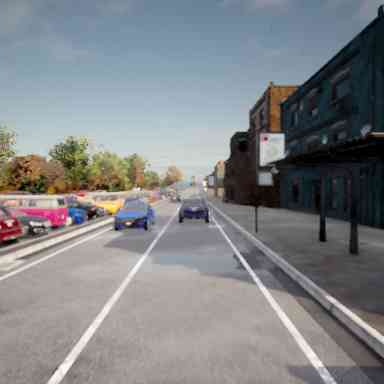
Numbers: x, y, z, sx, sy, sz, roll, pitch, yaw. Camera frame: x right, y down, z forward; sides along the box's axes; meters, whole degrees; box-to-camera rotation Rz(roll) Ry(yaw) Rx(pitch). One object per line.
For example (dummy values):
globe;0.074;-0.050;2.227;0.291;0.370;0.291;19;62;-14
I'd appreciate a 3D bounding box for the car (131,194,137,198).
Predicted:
car;-9.326;1.302;38.718;4.792;1.488;2.163;0;0;0

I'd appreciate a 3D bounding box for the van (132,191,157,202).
van;-9.043;0.833;63.639;4.442;1.987;1.878;0;1;0

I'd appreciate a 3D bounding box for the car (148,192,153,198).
car;-9.432;1.154;52.635;5.366;1.575;1.946;0;0;0

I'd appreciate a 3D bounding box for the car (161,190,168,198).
car;-8.864;0.930;77.679;5.366;1.575;1.946;0;1;0

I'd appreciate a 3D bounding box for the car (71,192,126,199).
car;-9.368;1.189;33.150;4.553;1.767;2.185;0;0;0

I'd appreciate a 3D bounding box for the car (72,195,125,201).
car;-9.236;1.333;30.366;5.366;1.575;1.946;0;0;0

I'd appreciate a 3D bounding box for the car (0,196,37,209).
car;-22.418;1.247;41.584;5.008;1.535;2.097;0;0;0

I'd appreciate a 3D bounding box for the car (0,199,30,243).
car;-9.522;1.326;13.542;4.553;1.767;2.185;0;0;0

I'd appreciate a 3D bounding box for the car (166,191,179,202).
car;-3.097;1.038;62.255;2.128;1.511;4.902;0;1;1

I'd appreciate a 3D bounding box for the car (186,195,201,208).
car;0.202;1.223;43.221;1.837;1.490;4.892;0;0;0

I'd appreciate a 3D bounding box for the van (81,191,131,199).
van;-9.261;1.069;35.869;4.442;1.987;1.878;0;0;0

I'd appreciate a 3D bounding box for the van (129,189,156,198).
van;-9.086;0.882;58.197;4.442;1.987;1.878;0;1;0

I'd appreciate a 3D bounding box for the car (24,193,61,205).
car;-22.379;1.052;49.939;4.553;1.767;2.185;0;0;0

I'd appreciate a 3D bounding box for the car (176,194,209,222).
car;0.139;1.209;24.785;2.097;1.767;4.553;0;0;0

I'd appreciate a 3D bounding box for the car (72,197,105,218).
car;-9.460;1.376;24.801;5.008;1.535;2.097;0;0;0

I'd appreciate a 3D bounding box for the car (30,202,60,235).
car;-9.537;1.434;16.451;4.892;1.521;2.231;0;0;0

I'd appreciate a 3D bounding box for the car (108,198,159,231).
car;-3.324;1.368;19.974;1.882;1.535;5.008;0;0;0

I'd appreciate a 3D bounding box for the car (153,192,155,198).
car;-9.218;1.134;55.416;4.892;1.521;2.231;0;0;0

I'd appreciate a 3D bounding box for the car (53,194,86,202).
car;-22.446;1.078;60.955;5.366;1.575;1.946;0;1;0

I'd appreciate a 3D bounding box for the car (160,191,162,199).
car;-9.130;1.034;66.549;4.892;1.521;2.231;0;1;0

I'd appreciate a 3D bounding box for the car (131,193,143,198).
car;-9.314;1.267;44.284;4.674;1.452;2.002;0;0;0

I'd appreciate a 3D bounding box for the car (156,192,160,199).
car;-9.152;0.832;60.980;5.566;2.045;2.435;0;1;0

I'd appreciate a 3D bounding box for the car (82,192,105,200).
car;-22.183;0.830;74.876;4.553;1.767;2.185;0;1;0

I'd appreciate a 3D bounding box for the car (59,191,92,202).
car;-22.267;0.805;63.736;5.566;2.045;2.435;0;1;0

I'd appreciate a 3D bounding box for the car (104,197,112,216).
car;-9.446;1.397;27.585;4.674;1.452;2.002;0;0;0

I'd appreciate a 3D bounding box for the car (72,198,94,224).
car;-9.492;1.395;22.018;5.008;1.535;2.097;0;0;0

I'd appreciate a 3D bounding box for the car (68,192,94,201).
car;-22.185;0.904;66.646;4.553;1.767;2.185;0;1;0

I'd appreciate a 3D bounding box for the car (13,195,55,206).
car;-22.376;1.203;47.154;4.892;1.521;2.231;0;0;0

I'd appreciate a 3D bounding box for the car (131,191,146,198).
car;-9.259;1.079;47.065;4.553;1.767;2.185;0;0;0

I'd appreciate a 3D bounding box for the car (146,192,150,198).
car;-9.274;1.182;49.851;4.892;1.521;2.231;0;0;0

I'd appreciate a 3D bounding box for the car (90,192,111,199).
car;-22.075;0.779;80.571;4.553;1.767;2.185;0;1;0

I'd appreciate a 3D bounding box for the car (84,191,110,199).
car;-22.157;0.679;77.785;5.566;2.045;2.435;0;1;0

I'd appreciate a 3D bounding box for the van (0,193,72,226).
van;-9.626;1.188;19.234;4.442;1.987;1.878;0;0;0

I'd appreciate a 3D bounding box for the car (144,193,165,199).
car;-9.043;0.950;80.323;4.674;1.452;2.002;-1;1;1

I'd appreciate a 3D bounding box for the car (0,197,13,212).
car;-22.452;1.291;36.015;5.008;1.535;2.097;0;0;0

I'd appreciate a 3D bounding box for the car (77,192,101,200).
car;-22.205;0.855;72.091;4.553;1.767;2.185;0;1;0

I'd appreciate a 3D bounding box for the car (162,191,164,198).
car;-9.095;1.023;72.115;4.674;1.452;2.002;0;1;0
